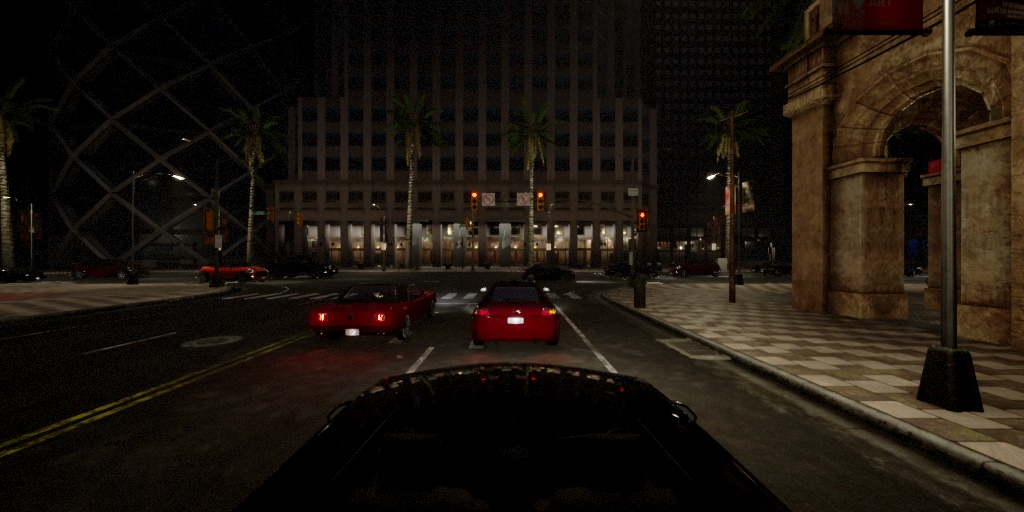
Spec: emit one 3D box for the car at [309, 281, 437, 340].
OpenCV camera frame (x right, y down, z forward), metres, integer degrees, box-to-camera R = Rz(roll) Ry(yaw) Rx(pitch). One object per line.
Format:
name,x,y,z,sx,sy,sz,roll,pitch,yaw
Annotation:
car,-3.419,1.351,9.931,1.895,1.301,4.718,0,0,0

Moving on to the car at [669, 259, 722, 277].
car,17.809,1.102,35.064,4.553,1.767,2.097,0,0,0

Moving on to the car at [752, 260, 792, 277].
car,26.903,1.241,35.039,4.902,1.511,2.128,0,0,0

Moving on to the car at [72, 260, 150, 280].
car,-34.231,1.102,30.746,4.553,1.767,2.097,0,0,-11

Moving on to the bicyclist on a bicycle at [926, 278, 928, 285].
bicyclist on a bicycle,24.674,1.050,20.563,0.582,1.620,1.656,0,0,0

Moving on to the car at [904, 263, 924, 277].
car,36.676,1.297,35.004,5.357,1.411,2.033,0,0,0

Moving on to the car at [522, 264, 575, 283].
car,2.808,1.314,27.906,4.181,1.385,1.994,0,0,0

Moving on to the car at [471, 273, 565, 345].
car,0.080,1.314,9.470,1.994,1.385,4.181,0,0,0

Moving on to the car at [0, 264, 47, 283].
car,-38.489,1.297,26.355,5.357,1.411,2.033,0,0,-19

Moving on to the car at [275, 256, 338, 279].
car,-18.370,0.974,31.434,5.566,2.045,2.150,0,0,0

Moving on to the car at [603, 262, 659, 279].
car,10.359,1.275,31.385,4.674,1.442,1.812,0,0,0

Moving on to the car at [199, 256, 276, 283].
car,-21.266,1.101,27.605,4.553,1.767,2.097,0,0,4
